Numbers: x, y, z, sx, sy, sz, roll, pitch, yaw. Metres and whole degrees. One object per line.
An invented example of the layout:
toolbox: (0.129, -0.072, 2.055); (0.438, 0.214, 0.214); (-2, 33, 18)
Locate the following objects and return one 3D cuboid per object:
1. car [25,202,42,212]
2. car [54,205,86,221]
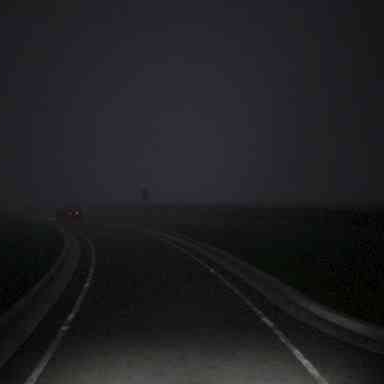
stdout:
car: (-24.486, 2.234, 51.396); (1.812, 1.442, 4.674); (0, -1, -32)
car: (-11.545, 1.951, 31.384); (2.033, 1.411, 5.357); (0, -1, -34)
